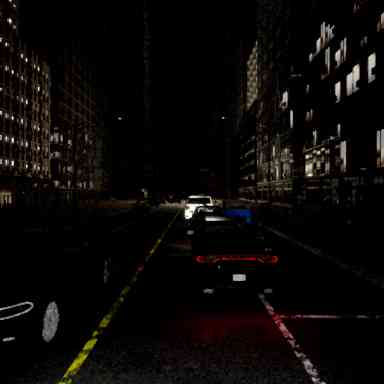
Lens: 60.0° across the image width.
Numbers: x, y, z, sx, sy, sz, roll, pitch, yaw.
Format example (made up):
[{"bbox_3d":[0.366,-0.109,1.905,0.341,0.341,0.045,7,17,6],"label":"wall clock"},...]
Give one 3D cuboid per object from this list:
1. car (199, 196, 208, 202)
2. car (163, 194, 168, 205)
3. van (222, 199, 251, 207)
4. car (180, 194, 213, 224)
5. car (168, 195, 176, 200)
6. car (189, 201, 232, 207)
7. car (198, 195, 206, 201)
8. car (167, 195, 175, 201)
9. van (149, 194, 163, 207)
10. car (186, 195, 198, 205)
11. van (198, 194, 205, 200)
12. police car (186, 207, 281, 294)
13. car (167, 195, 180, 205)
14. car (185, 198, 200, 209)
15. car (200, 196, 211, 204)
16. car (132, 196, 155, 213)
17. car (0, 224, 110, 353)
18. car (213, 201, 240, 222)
[{"bbox_3d":[2.681,1.555,77.750,1.887,1.381,4.507,0,0,0],"label":"car"},{"bbox_3d":[-5.698,1.558,60.746,2.008,1.369,4.403,0,0,0],"label":"car"},{"bbox_3d":[2.686,1.342,21.070,1.690,1.788,3.998,0,0,0],"label":"van"},{"bbox_3d":[0.658,1.225,24.913,2.150,2.045,5.566,0,0,4],"label":"car"},{"bbox_3d":[-5.701,1.579,94.754,1.947,1.339,4.313,0,0,0],"label":"car"},{"bbox_3d":[0.899,1.479,18.804,1.882,1.535,5.008,0,0,0],"label":"car"},{"bbox_3d":[2.679,1.557,89.086,1.887,1.381,4.507,0,0,0],"label":"car"},{"bbox_3d":[-5.701,1.557,89.087,1.887,1.381,4.507,0,0,0],"label":"car"},{"bbox_3d":[-5.697,1.346,49.411,1.690,1.788,3.998,0,0,0],"label":"van"},{"bbox_3d":[-0.006,1.359,60.130,2.097,1.767,4.553,0,0,0],"label":"car"},{"bbox_3d":[2.679,1.354,94.754,1.690,1.788,3.998,0,0,0],"label":"van"},{"bbox_3d":[0.900,1.425,8.913,1.930,1.638,5.238,0,0,0],"label":"police car"},{"bbox_3d":[-3.006,1.532,60.531,1.812,1.442,4.674,0,0,0],"label":"car"},{"bbox_3d":[0.014,1.568,46.199,1.994,1.385,4.181,0,0,0],"label":"car"},{"bbox_3d":[2.682,1.559,66.414,2.008,1.369,4.403,0,0,0],"label":"car"},{"bbox_3d":[-5.695,1.528,37.904,1.752,1.417,4.829,0,0,0],"label":"car"},{"bbox_3d":[-3.000,1.477,6.507,1.882,1.535,5.008,0,0,0],"label":"car"},{"bbox_3d":[2.686,1.527,26.908,1.752,1.417,4.829,0,0,0],"label":"car"}]
